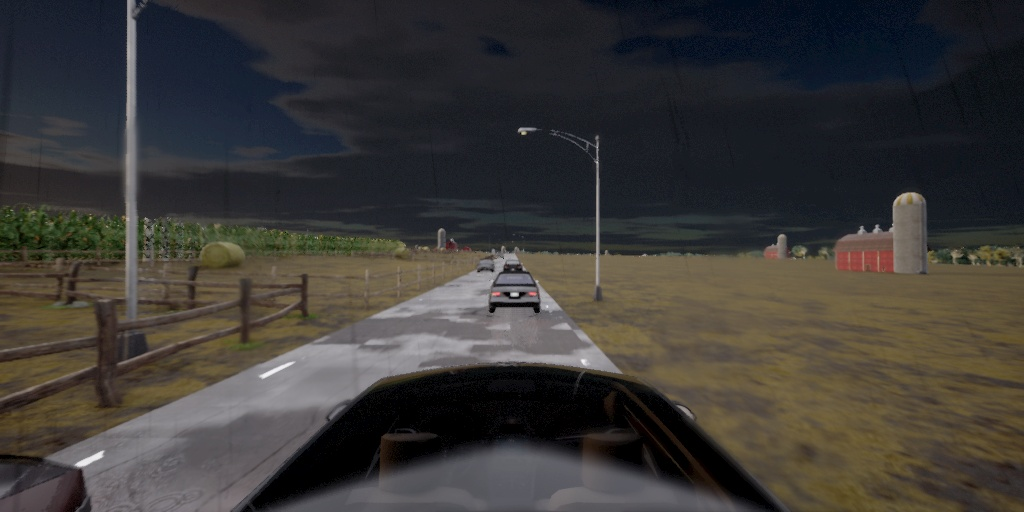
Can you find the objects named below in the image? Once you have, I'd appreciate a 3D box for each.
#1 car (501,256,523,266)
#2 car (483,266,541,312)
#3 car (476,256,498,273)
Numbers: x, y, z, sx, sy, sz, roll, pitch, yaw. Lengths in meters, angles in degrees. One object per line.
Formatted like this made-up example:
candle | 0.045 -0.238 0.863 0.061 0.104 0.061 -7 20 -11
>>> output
car | 0.091 1.109 36.309 1.882 1.535 5.008 0 0 0
car | 0.098 1.285 14.095 2.033 1.411 5.357 0 0 0
car | -2.854 1.109 39.946 1.837 1.490 4.892 0 0 0
